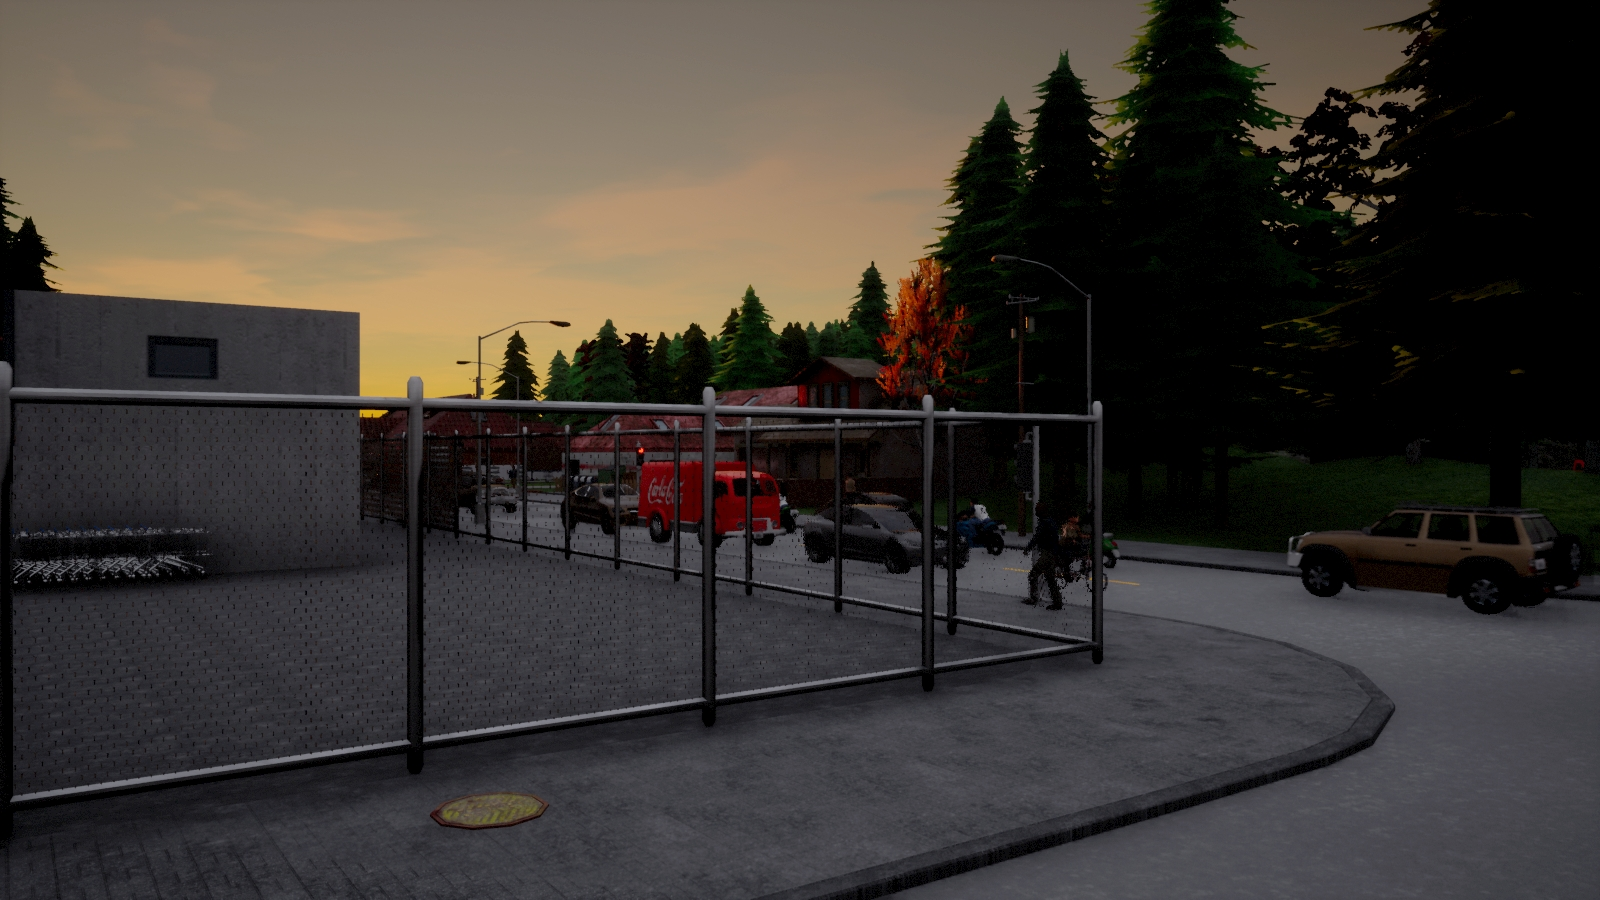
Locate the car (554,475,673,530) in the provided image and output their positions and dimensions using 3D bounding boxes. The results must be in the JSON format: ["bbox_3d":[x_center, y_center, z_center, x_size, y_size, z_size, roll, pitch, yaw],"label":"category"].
[{"bbox_3d":[-6.576,1.769,39.829,2.152,1.651,5.027,0,0,-35],"label":"car"}]

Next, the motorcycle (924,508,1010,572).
[{"bbox_3d":[3.659,1.958,25.127,0.856,1.236,1.805,0,1,-35],"label":"motorcycle"}]

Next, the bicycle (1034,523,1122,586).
[{"bbox_3d":[5.469,2.033,22.523,0.859,1.080,1.487,0,0,-35],"label":"bicycle"}]

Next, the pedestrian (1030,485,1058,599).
[{"bbox_3d":[4.034,1.515,18.916,0.375,1.860,0.375,0,0,-1],"label":"pedestrian"}]

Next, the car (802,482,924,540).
[{"bbox_3d":[1.867,1.802,34.631,1.789,1.549,3.705,0,0,-35],"label":"car"}]

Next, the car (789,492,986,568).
[{"bbox_3d":[1.995,1.840,27.498,2.163,1.488,4.792,0,0,-35],"label":"car"}]

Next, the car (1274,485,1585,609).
[{"bbox_3d":[11.381,1.640,20.950,1.932,1.855,4.605,0,0,-38],"label":"car"}]

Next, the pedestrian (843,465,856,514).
[{"bbox_3d":[1.899,1.521,43.951,0.375,1.860,0.375,0,0,-34],"label":"pedestrian"}]

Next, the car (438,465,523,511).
[{"bbox_3d":[-14.266,1.640,50.871,1.932,1.855,4.605,0,0,-39],"label":"car"}]

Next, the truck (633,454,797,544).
[{"bbox_3d":[-2.637,1.347,34.136,2.627,2.467,5.204,0,0,-35],"label":"truck"}]

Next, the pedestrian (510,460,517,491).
[{"bbox_3d":[-17.318,1.519,69.100,0.375,1.860,0.375,0,0,-2],"label":"pedestrian"}]
